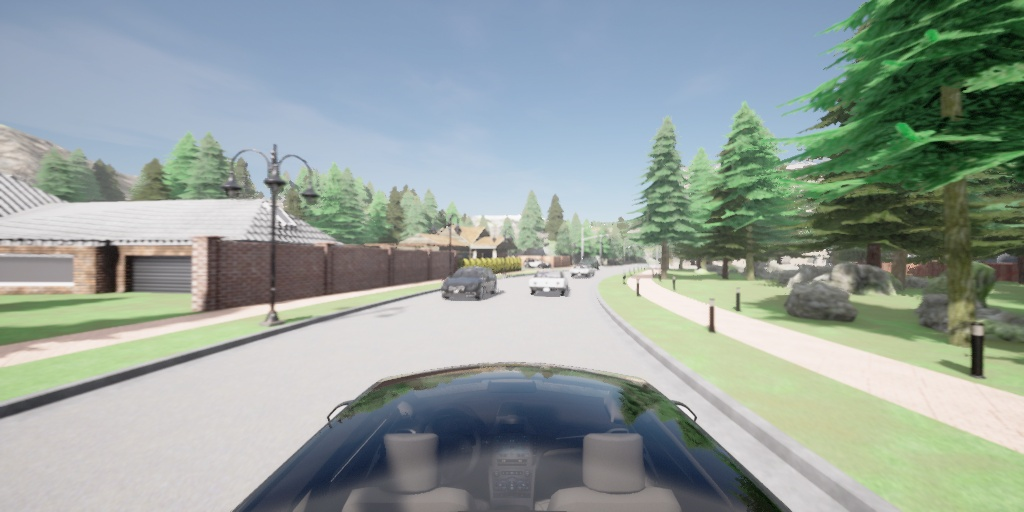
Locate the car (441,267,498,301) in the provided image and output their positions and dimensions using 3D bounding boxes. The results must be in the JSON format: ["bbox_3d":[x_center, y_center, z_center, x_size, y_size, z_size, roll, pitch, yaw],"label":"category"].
[{"bbox_3d":[-1.993,1.321,18.009,1.837,1.490,4.892,0,0,10],"label":"car"}]

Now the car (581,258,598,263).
[{"bbox_3d":[12.397,1.327,57.481,2.150,2.045,5.566,0,0,25],"label":"car"}]

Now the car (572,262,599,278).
[{"bbox_3d":[7.530,1.578,37.767,1.895,1.301,4.718,0,0,22],"label":"car"}]

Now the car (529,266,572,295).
[{"bbox_3d":[2.228,1.458,20.634,1.895,1.301,4.718,0,0,12],"label":"car"}]
